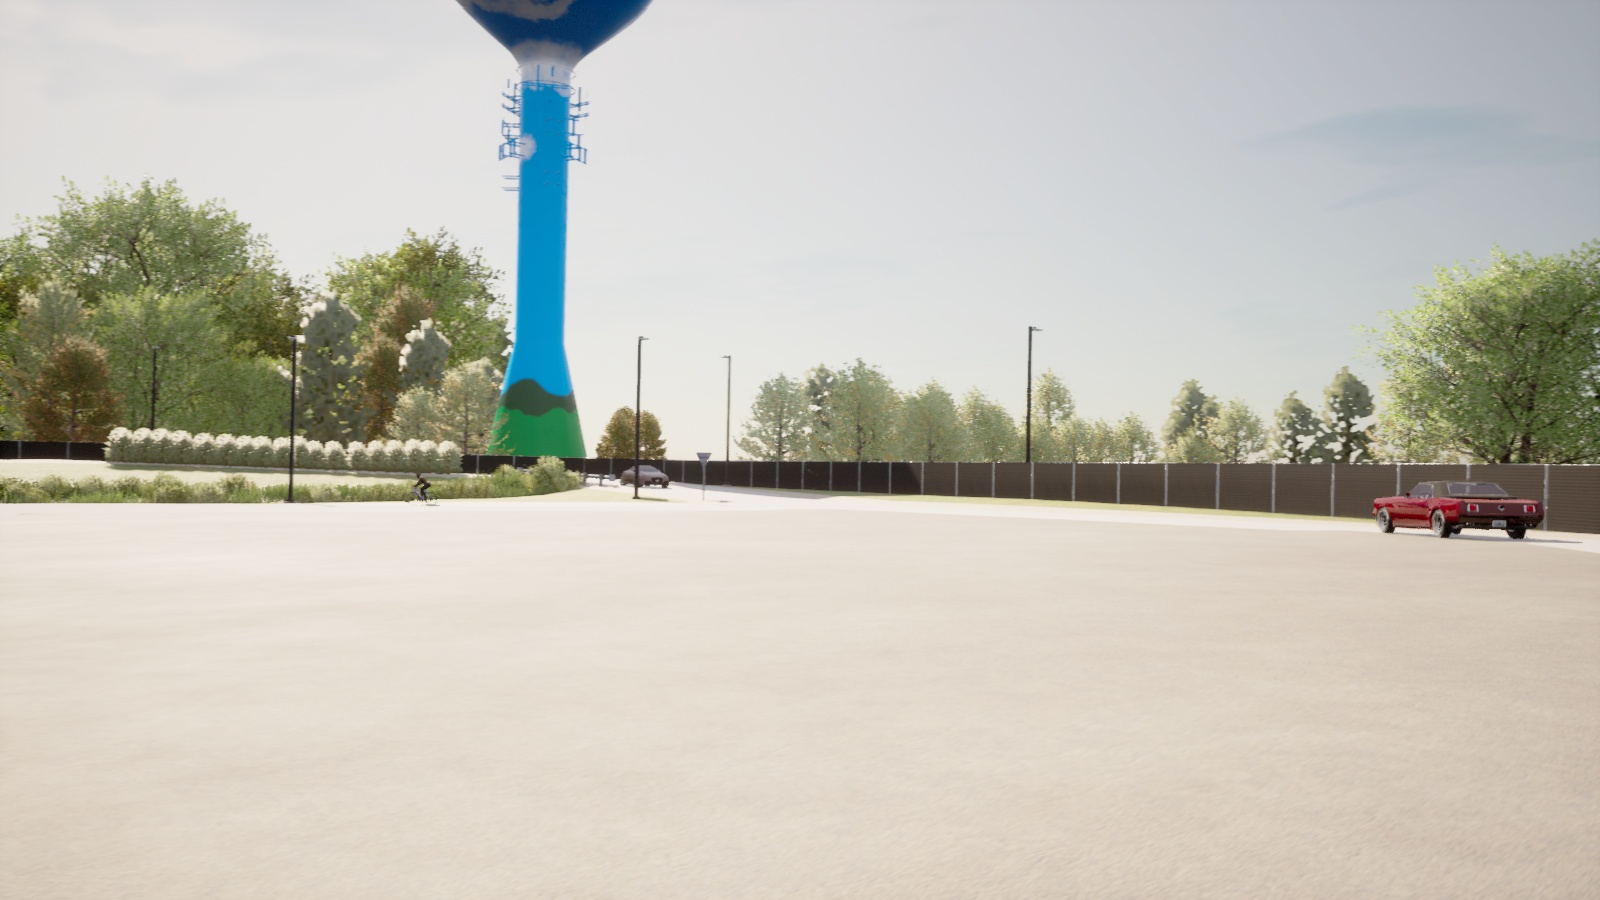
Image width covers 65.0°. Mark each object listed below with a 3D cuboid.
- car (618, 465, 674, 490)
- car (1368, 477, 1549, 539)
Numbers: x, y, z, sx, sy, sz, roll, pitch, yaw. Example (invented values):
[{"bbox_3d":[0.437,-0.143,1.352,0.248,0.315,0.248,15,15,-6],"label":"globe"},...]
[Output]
[{"bbox_3d":[-9.882,1.754,80.484,1.994,1.385,4.181,1,1,-31],"label":"car"},{"bbox_3d":[15.225,1.315,29.360,1.895,1.301,4.718,1,-2,2],"label":"car"}]
